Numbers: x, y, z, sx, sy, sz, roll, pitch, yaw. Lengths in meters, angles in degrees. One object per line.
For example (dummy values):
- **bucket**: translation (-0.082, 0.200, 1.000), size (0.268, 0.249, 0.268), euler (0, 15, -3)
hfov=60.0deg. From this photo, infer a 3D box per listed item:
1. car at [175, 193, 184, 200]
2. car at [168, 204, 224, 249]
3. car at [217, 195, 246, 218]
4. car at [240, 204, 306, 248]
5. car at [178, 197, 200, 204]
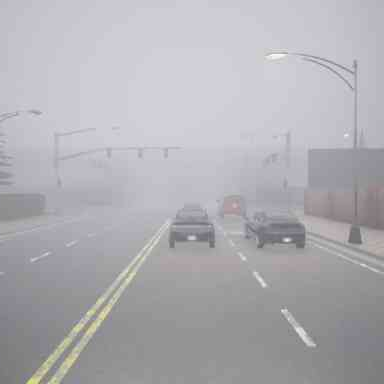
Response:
- **car**: translation (-3.500, 1.218, 91.475), size (2.150, 2.045, 5.566), euler (0, 0, 0)
- **car**: translation (0.000, 1.494, 14.650), size (2.128, 1.511, 4.902), euler (0, 0, 0)
- **car**: translation (3.500, 1.257, 29.680), size (2.150, 2.045, 5.566), euler (0, 0, 0)
- **car**: translation (3.500, 1.515, 14.650), size (1.837, 1.490, 4.892), euler (0, 0, 0)
- **car**: translation (0.000, 1.494, 29.650), size (2.128, 1.511, 4.902), euler (0, 0, 0)
